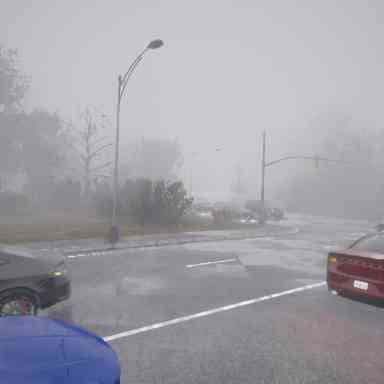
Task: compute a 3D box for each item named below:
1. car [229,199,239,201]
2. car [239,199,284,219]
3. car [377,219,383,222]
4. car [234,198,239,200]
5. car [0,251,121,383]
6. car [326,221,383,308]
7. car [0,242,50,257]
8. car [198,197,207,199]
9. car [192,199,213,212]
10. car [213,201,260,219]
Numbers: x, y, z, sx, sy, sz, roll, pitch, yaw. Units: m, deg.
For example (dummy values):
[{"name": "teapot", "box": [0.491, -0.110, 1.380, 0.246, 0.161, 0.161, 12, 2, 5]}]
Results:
[{"name": "car", "box": [4.530, 2.054, 47.119, 1.837, 1.490, 4.892, 3, 1, -17]}, {"name": "car", "box": [7.986, 1.932, 37.704, 2.150, 2.045, 5.566, 3, -1, -22]}, {"name": "car", "box": [14.790, 2.212, 23.200, 5.357, 1.411, 2.033, 3, -2, -36]}, {"name": "car", "box": [8.152, 1.910, 61.484, 2.033, 1.411, 5.357, 2, 2, -11]}, {"name": "car", "box": [-2.813, 1.478, 1.735, 5.008, 1.535, 1.882, 0, 0, -36]}, {"name": "car", "box": [5.041, 1.556, 7.383, 5.008, 1.535, 1.882, 1, -1, -35]}, {"name": "car", "box": [-4.331, 1.524, 5.184, 4.674, 1.442, 1.812, 0, 0, -36]}, {"name": "car", "box": [1.870, 1.721, 56.906, 1.837, 1.490, 4.892, 2, 2, -13]}, {"name": "car", "box": [1.424, 2.022, 45.274, 1.895, 1.301, 4.718, 3, 0, -18]}, {"name": "car", "box": [4.736, 2.108, 36.316, 2.033, 1.411, 5.357, 3, -1, -23]}]
